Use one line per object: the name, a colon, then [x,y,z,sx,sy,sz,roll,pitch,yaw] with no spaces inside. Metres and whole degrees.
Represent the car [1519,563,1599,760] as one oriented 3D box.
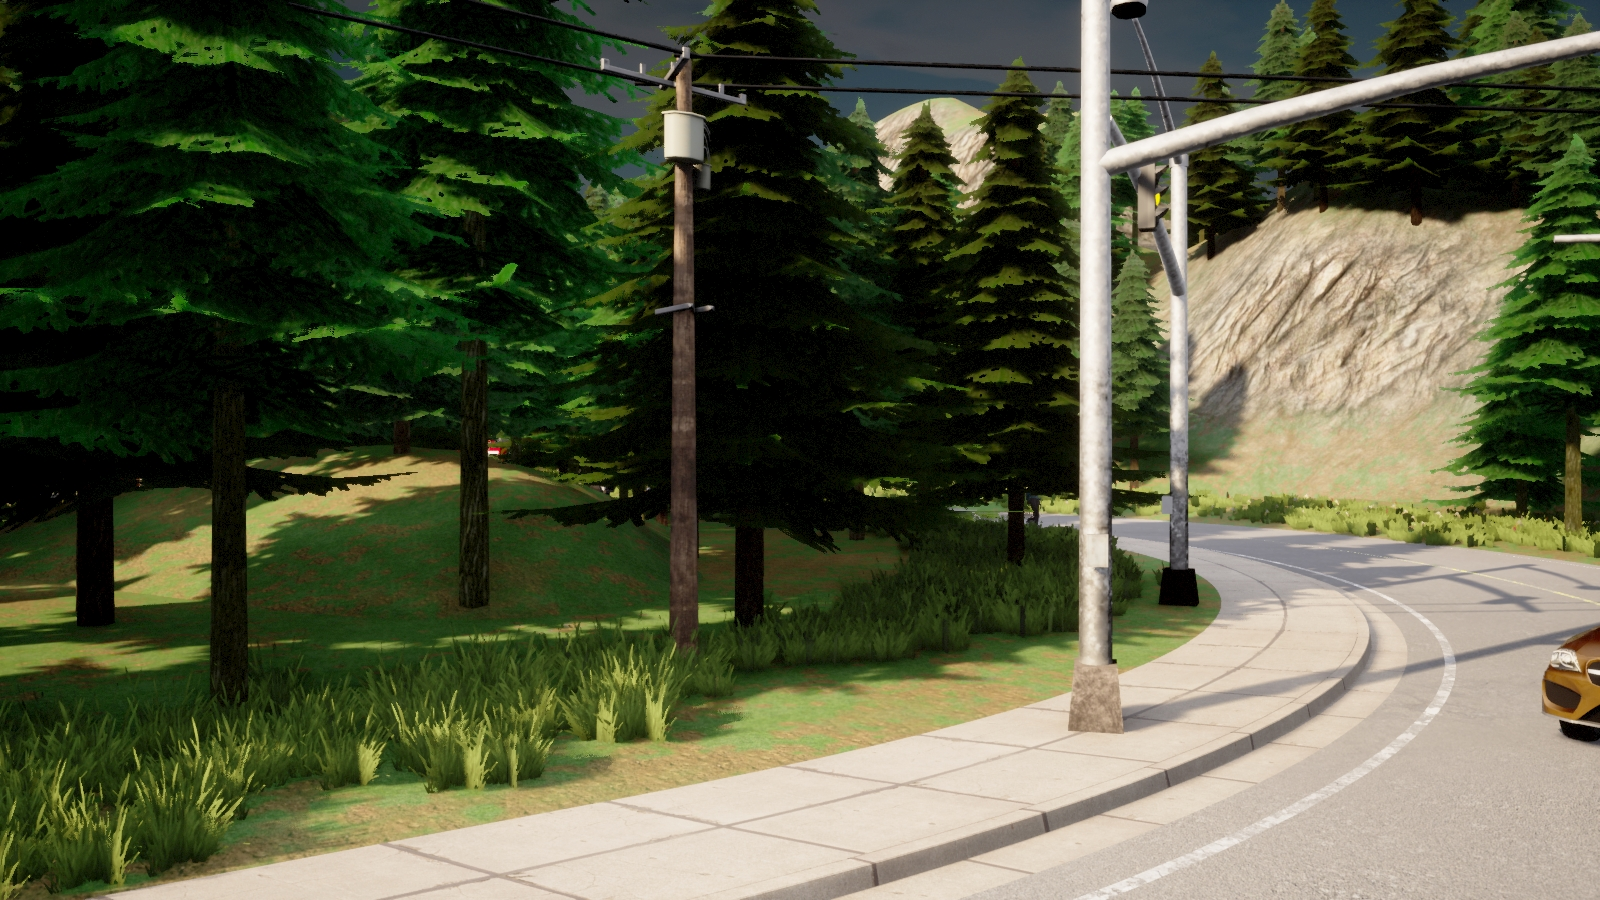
car: [9.577,1.970,11.147,5.027,1.651,2.152,0,0,-29]
